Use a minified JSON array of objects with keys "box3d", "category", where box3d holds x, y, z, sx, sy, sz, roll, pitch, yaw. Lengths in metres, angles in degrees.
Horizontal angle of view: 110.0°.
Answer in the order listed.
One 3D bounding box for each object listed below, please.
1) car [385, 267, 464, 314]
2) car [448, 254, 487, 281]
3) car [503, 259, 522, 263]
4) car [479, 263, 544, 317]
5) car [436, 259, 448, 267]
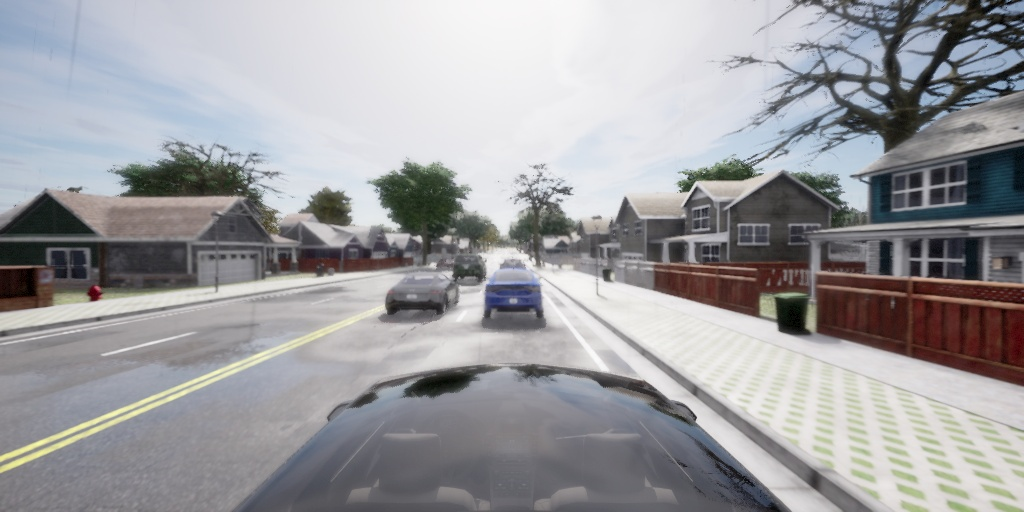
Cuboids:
[{"box3d":[-3.187,1.259,13.447,1.994,1.385,4.181,0,0,0],"category":"car"},{"box3d":[-3.197,0.873,27.807,2.150,2.045,5.566,0,0,0],"category":"car"},{"box3d":[0.056,0.997,28.615,2.097,1.767,4.553,0,0,0],"category":"car"},{"box3d":[0.058,1.177,12.995,1.882,1.535,5.008,0,0,0],"category":"car"},{"box3d":[-9.840,1.093,52.620,1.812,1.442,4.674,0,0,0],"category":"car"}]
